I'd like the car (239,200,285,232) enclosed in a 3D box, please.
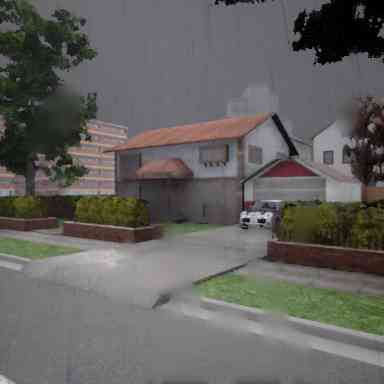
[{"bbox_3d":[4.045,1.173,17.425,1.970,1.475,3.806,0,0,36],"label":"car"}]
